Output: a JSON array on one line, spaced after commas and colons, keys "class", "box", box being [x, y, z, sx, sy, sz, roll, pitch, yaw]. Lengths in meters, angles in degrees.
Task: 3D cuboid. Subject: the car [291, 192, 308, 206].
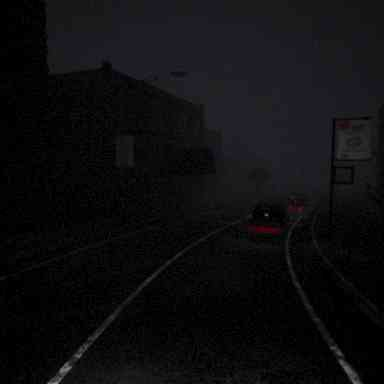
[{"class": "car", "box": [12.562, 0.735, 39.418, 2.128, 1.511, 4.902, 2, 2, 23]}]

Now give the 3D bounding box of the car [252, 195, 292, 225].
[{"class": "car", "box": [5.251, 1.163, 21.868, 1.882, 1.535, 5.008, 2, 2, 21]}]
